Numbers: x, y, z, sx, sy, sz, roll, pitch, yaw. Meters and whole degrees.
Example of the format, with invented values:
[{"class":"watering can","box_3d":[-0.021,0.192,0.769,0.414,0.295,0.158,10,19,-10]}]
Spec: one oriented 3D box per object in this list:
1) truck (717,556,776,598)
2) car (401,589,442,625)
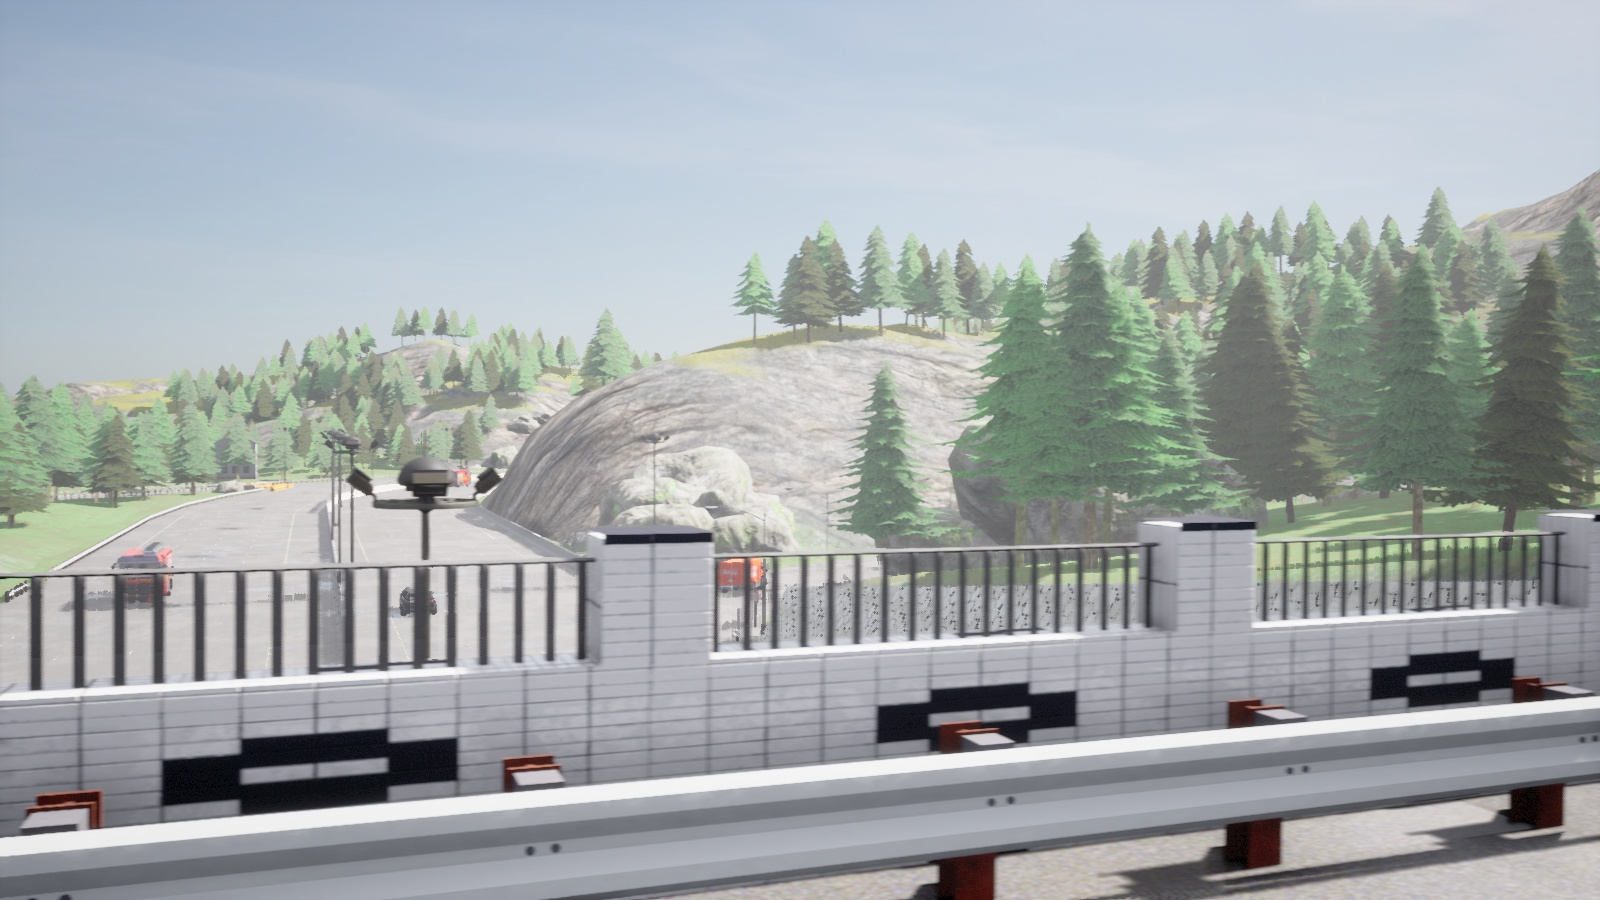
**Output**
[{"class":"truck","box_3d":[-4.006,9.570,95.147,2.627,2.467,5.204,-1,1,20]},{"class":"car","box_3d":[-25.363,10.466,83.988,2.242,1.667,4.611,-1,1,-21]}]
